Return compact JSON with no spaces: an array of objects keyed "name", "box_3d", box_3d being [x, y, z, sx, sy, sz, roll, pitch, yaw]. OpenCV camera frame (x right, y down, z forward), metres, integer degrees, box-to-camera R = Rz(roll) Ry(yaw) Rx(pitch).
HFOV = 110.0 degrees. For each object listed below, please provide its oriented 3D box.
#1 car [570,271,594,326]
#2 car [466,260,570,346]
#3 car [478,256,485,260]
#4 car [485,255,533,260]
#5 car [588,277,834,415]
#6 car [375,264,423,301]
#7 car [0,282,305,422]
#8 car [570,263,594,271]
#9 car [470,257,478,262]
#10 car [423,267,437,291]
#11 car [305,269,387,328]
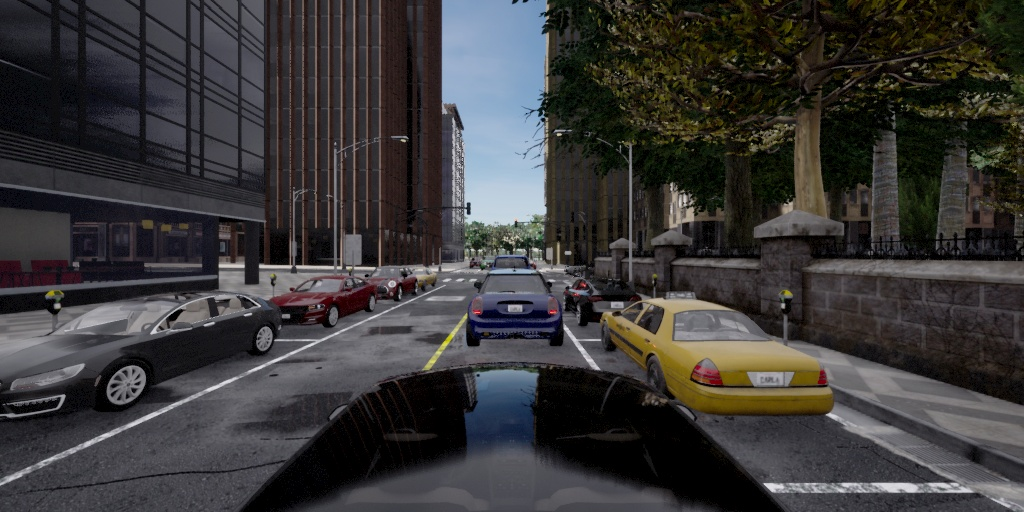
[{"name":"car","box_3d":[2.742,1.316,11.425,1.948,1.339,4.313,0,0,0]},{"name":"car","box_3d":[0.037,1.102,9.527,2.097,1.767,4.553,0,0,-1]},{"name":"car","box_3d":[-3.205,0.982,51.202,2.150,2.045,5.566,0,0,-1]},{"name":"car","box_3d":[-0.031,0.973,18.961,2.150,2.045,5.566,0,0,0]},{"name":"car","box_3d":[2.753,1.275,6.138,1.751,1.417,4.829,0,0,0]},{"name":"car","box_3d":[-5.795,1.190,16.862,1.967,1.591,4.097,0,0,0]},{"name":"car","box_3d":[-5.772,1.300,5.948,2.007,1.370,4.403,0,0,0]},{"name":"car","box_3d":[7.843,1.443,36.585,4.892,1.490,1.837,1,0,-7]},{"name":"car","box_3d":[-5.884,1.079,59.726,2.192,1.841,5.009,0,0,0]},{"name":"car","box_3d":[-5.806,1.277,22.149,1.751,1.417,4.829,0,0,0]},{"name":"car","box_3d":[-5.783,1.295,11.405,1.888,1.381,4.507,0,0,0]}]
